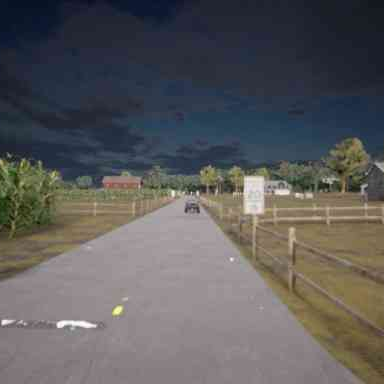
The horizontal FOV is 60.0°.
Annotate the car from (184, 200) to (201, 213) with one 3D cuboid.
[{"bbox_3d":[0.025,1.779,41.241,1.837,1.490,4.892,1,0,0],"label":"car"}]

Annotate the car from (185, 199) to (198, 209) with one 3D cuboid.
[{"bbox_3d":[-0.091,1.897,51.670,1.994,1.385,4.181,1,0,0],"label":"car"}]
